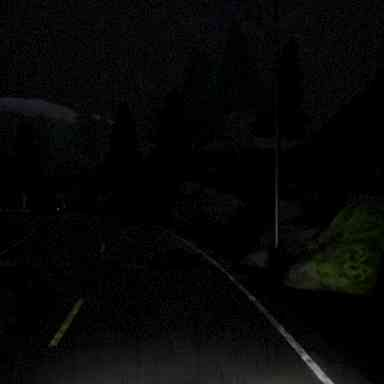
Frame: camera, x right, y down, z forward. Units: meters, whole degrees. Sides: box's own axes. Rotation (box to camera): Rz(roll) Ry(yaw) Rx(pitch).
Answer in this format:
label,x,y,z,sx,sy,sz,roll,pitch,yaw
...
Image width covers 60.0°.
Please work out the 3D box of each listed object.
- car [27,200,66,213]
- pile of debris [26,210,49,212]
label,x,y,z,sx,sy,sz,roll,pitch,yaw
car,-15.490,1.475,35.226,4.718,1.301,1.895,0,0,35
pile of debris,-16.763,2.051,36.024,1.860,0.140,1.500,0,0,30
